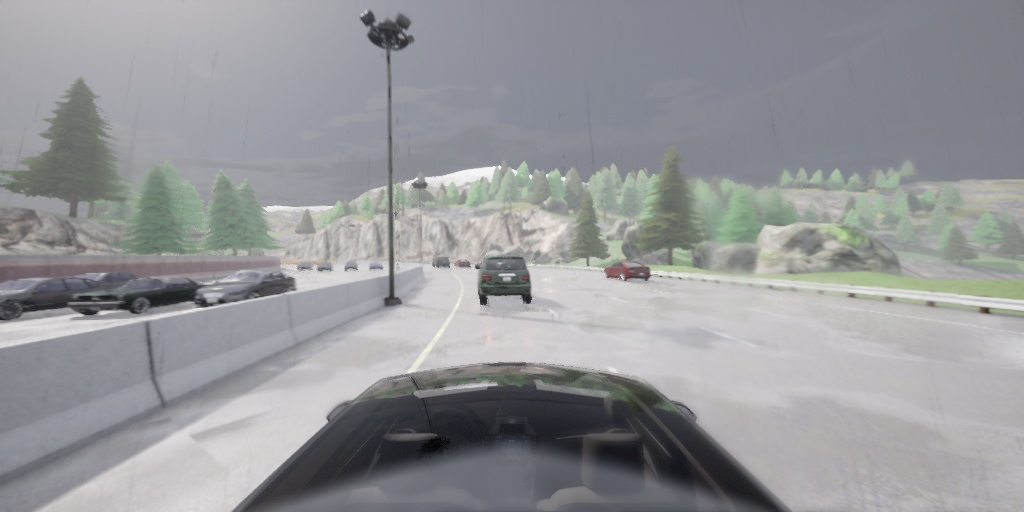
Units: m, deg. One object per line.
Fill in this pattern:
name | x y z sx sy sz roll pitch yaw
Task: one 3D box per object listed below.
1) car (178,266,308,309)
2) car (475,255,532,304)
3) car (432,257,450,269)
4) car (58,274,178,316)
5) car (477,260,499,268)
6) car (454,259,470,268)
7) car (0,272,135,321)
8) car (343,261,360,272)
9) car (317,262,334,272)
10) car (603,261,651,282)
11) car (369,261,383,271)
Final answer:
car | -11.308 1.381 15.674 2.128 1.511 4.902 -1 0 -6
car | -0.491 0.978 16.546 2.150 2.045 5.566 0 0 -6
car | -12.527 1.124 63.188 2.150 2.045 5.566 0 0 -24
car | -14.700 1.532 14.677 1.895 1.301 4.718 -1 0 -5
car | -4.318 1.348 63.012 2.033 1.411 5.357 -1 0 -26
car | -8.850 1.335 63.511 1.882 1.535 5.008 0 0 -23
car | -18.126 1.521 13.807 2.033 1.411 5.357 -1 0 -5
car | -24.379 1.550 54.570 1.837 1.490 4.892 0 0 -21
car | -27.558 1.591 53.068 1.837 1.490 4.892 0 0 -21
car | 8.707 1.119 27.582 1.882 1.535 5.008 0 0 -9
car | -20.930 1.532 55.413 1.812 1.442 4.674 -1 0 -21
